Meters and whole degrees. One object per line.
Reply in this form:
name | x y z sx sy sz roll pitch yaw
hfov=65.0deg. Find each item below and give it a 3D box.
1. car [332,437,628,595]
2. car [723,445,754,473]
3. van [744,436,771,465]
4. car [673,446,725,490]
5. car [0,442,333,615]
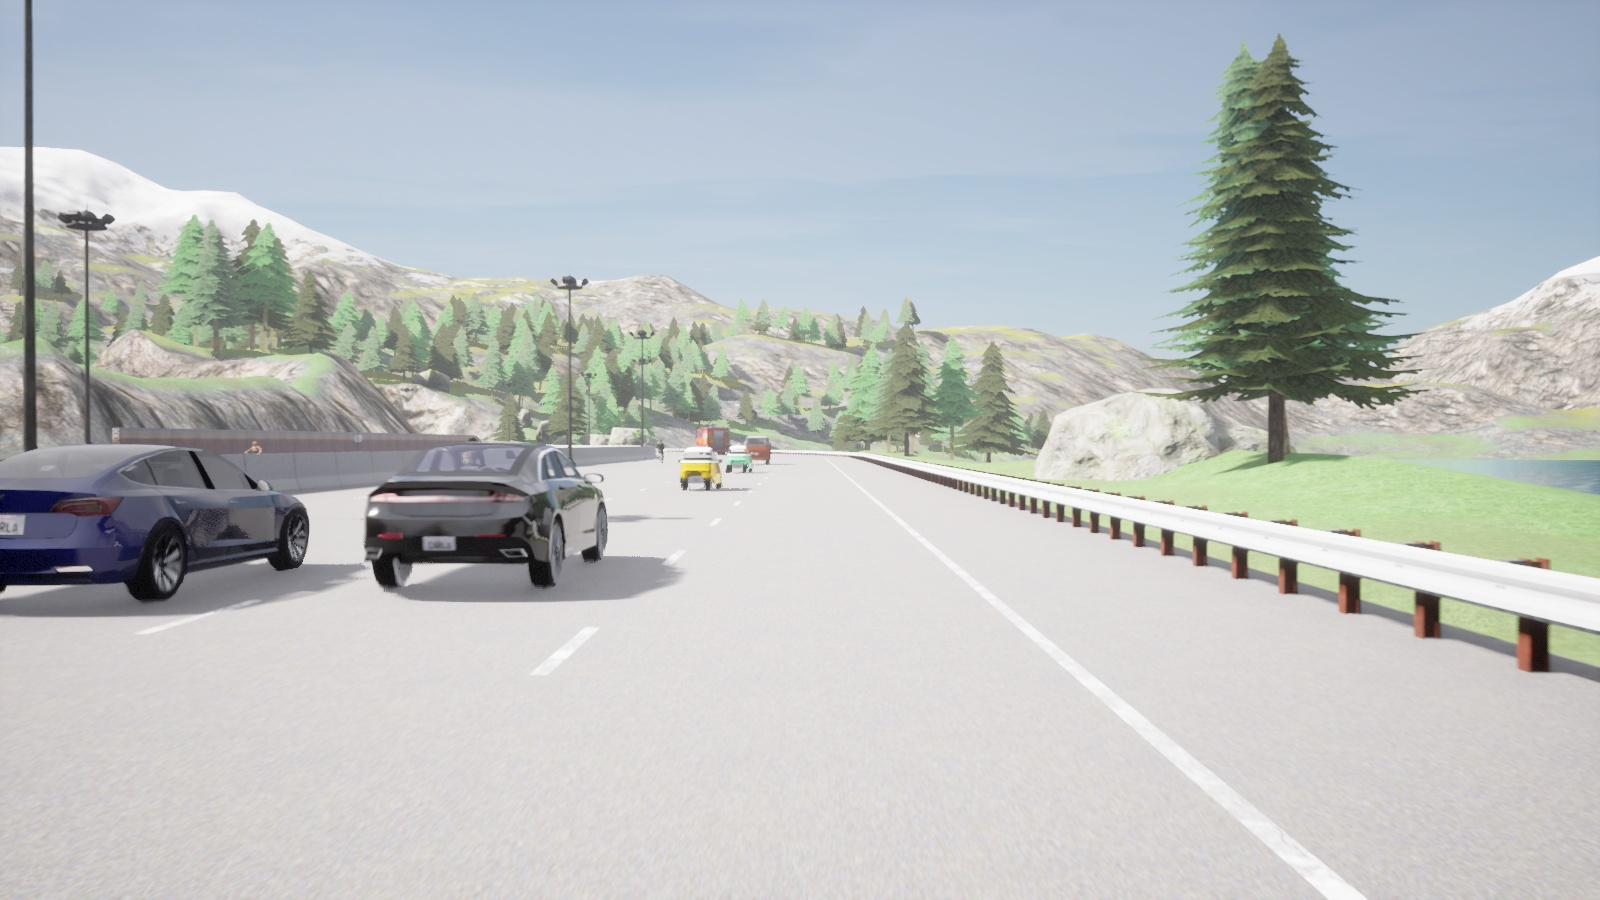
car | -3.400 0.618 14.471 2.128 1.511 4.902 0 0 0
car | -3.116 0.438 64.013 1.481 1.376 2.207 0 1 0
van | -2.975 -0.002 88.578 1.775 1.987 4.442 0 0 0
car | -3.251 0.569 40.595 1.481 1.376 2.207 0 1 0
car | -6.909 0.666 13.251 2.163 1.488 4.792 0 0 0
